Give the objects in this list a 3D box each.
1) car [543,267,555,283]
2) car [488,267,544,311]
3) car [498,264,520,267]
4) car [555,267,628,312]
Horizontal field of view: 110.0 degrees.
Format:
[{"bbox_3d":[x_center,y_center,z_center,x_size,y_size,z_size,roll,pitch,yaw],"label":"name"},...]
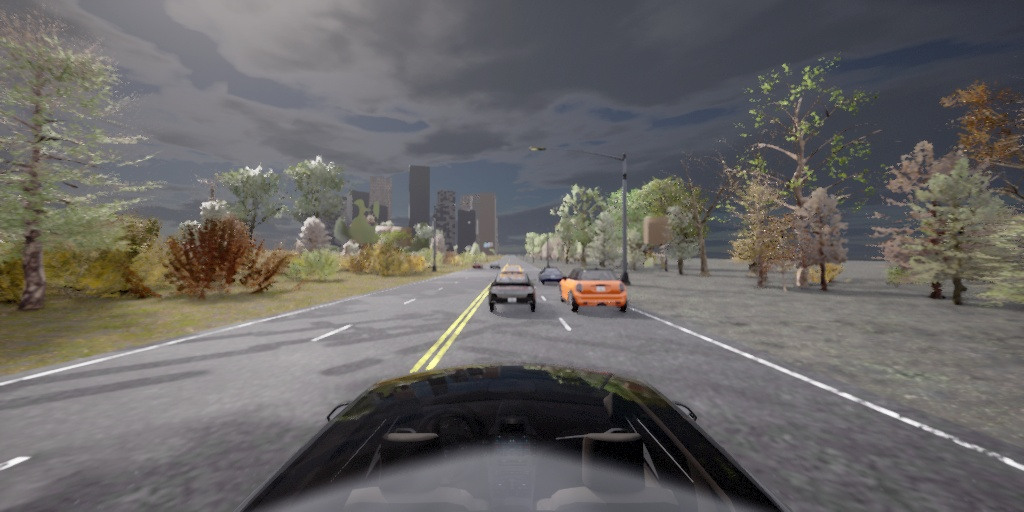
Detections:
[{"bbox_3d":[3.272,1.617,30.370,1.994,1.385,4.181,0,-1,1],"label":"car"},{"bbox_3d":[0.024,1.390,15.325,2.128,1.511,4.902,0,0,1],"label":"car"},{"bbox_3d":[0.037,1.543,31.079,1.882,1.535,5.008,0,0,1],"label":"car"},{"bbox_3d":[3.271,1.245,15.255,2.097,1.767,4.553,0,-1,0],"label":"car"}]
